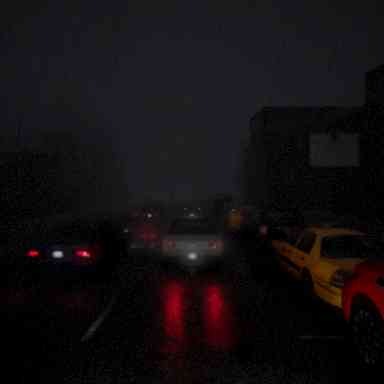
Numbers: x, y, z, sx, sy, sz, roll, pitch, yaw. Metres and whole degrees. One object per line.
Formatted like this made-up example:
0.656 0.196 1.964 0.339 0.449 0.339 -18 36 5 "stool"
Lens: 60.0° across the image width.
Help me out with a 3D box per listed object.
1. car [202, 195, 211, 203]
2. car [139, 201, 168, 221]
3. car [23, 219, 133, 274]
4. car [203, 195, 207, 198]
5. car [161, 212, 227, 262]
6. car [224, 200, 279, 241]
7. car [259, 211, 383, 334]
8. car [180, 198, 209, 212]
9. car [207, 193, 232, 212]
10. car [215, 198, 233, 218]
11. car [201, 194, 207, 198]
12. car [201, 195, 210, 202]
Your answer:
3.209 1.565 74.401 1.946 1.575 5.366 0 0 0 "car"
-3.207 1.539 27.780 1.837 1.490 4.892 0 0 1 "car"
-3.228 1.560 10.556 2.033 1.411 5.357 0 0 1 "car"
3.217 1.571 52.021 2.163 1.488 4.792 0 0 0 "car"
0.039 1.615 12.089 1.895 1.301 4.718 0 0 1 "car"
3.221 1.500 19.150 1.946 1.575 5.366 0 0 0 "car"
3.223 1.487 8.100 1.946 1.575 5.366 0 0 0 "car"
0.041 1.525 27.689 2.128 1.511 4.902 0 0 1 "car"
3.217 1.271 35.443 2.435 2.045 5.566 0 0 0 "car"
3.275 1.512 26.022 2.231 1.521 4.892 0 0 1 "car"
3.208 1.303 63.067 2.435 2.045 5.566 0 0 0 "car"
3.218 1.574 79.924 1.946 1.575 5.366 0 0 0 "car"
